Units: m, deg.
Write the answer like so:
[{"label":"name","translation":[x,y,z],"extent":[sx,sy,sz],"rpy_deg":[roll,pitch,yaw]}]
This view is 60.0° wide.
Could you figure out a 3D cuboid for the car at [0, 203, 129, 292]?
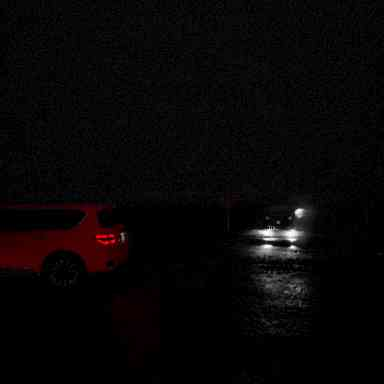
[{"label":"car","translation":[-4.487,1.316,8.723],"extent":[5.566,2.045,2.150],"rpy_deg":[0,-1,0]}]

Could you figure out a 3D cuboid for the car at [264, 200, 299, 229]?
[{"label":"car","translation":[5.873,1.533,21.986],"extent":[1.812,1.442,4.674],"rpy_deg":[0,0,19]}]

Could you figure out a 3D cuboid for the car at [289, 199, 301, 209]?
[{"label":"car","translation":[14.233,1.611,46.381],"extent":[1.895,1.301,4.718],"rpy_deg":[0,0,19]}]
